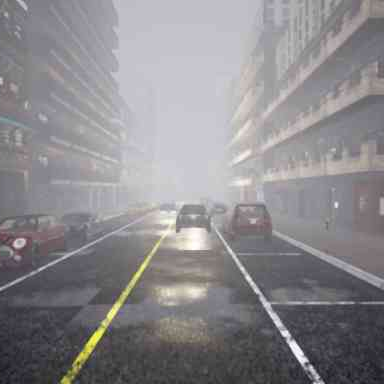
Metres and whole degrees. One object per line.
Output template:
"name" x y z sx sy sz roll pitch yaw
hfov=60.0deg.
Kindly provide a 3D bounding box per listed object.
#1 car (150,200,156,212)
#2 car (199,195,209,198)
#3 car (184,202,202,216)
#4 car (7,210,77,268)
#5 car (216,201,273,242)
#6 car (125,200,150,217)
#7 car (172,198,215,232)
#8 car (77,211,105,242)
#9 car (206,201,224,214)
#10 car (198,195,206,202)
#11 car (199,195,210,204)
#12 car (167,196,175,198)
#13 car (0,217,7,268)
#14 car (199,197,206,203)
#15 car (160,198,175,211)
"car" -5.696 1.719 39.443 1.752 1.417 4.829 -1 0 0
"car" 2.685 1.719 56.570 1.967 1.590 4.097 -1 0 0
"car" 0.099 1.779 36.369 1.895 1.301 4.718 0 0 0
"car" -5.701 1.496 11.293 1.967 1.590 4.097 -1 0 0
"car" 2.678 1.397 16.924 2.192 1.841 5.009 -1 0 0
"car" -5.697 1.691 33.779 1.752 1.417 4.829 -1 0 0
"car" 0.090 1.454 20.941 2.097 1.767 4.553 0 0 0
"car" -5.698 1.649 16.956 1.947 1.339 4.313 -1 0 0
"car" 2.685 1.776 39.578 1.802 1.307 4.206 -1 0 0
"car" 2.688 1.773 90.553 2.192 1.841 5.009 -1 0 0
"car" 2.686 1.683 73.562 2.192 1.841 5.009 -1 0 0
"car" -5.691 1.923 79.089 1.752 1.417 4.829 -1 0 0
"car" -5.703 1.343 5.630 2.192 1.841 5.009 -1 0 0
"car" 2.690 1.954 85.058 1.752 1.417 4.829 -1 0 0
"car" -3.062 1.777 43.306 1.994 1.385 4.181 0 0 0
